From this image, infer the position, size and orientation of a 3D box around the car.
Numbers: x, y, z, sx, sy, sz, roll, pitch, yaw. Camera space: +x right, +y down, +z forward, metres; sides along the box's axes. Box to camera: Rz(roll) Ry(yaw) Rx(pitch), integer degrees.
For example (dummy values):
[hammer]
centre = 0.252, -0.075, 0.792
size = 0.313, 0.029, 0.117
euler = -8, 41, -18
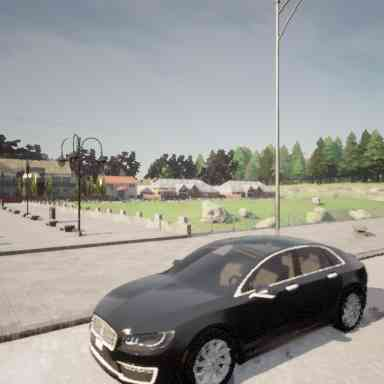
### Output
[car]
centre = 0.902, 1.505, 5.258
size = 4.892, 1.490, 1.837
euler = 0, 0, -36
